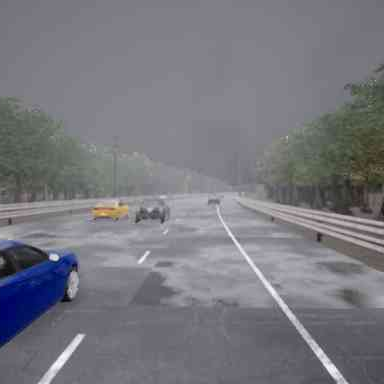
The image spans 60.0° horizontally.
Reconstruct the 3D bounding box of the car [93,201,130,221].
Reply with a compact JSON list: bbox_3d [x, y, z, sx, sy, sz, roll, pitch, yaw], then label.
[{"bbox_3d":[-6.287,1.414,26.418,1.882,1.535,5.008,0,0,2],"label":"car"}]

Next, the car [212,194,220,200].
[{"bbox_3d":[6.466,1.309,89.387,1.837,1.490,4.892,0,0,9],"label":"car"}]

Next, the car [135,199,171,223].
[{"bbox_3d":[-2.839,1.293,25.029,2.097,1.767,4.553,0,0,2],"label":"car"}]

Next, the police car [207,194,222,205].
[{"bbox_3d":[3.591,1.349,55.427,1.930,1.638,5.238,0,0,5],"label":"police car"}]

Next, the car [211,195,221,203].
[{"bbox_3d":[5.215,1.383,71.178,1.801,1.575,5.366,0,0,7],"label":"car"}]

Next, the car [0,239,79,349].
[{"bbox_3d":[-3.351,1.463,5.162,1.882,1.535,5.008,0,0,0],"label":"car"}]
